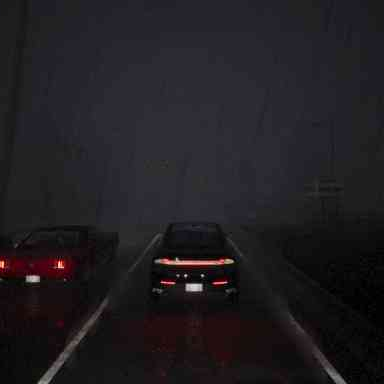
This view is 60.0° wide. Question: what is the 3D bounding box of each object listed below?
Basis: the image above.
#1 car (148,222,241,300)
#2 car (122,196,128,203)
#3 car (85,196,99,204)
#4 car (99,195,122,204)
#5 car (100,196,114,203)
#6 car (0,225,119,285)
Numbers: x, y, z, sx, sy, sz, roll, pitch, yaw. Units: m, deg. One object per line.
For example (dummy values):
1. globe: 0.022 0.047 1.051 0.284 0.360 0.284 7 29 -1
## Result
1. car: 0.058 1.492 8.366 2.128 1.511 4.902 0 0 0
2. car: -14.992 1.552 71.552 1.994 1.385 4.181 0 0 0
3. car: -18.493 1.477 62.128 1.882 1.535 5.008 0 0 0
4. car: -14.995 1.352 61.514 2.097 1.767 4.553 0 0 0
5. car: -18.492 1.524 72.229 1.812 1.442 4.674 0 0 0
6. car: -3.434 1.601 9.452 1.895 1.301 4.718 0 0 0
